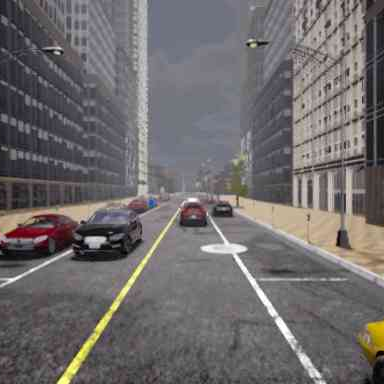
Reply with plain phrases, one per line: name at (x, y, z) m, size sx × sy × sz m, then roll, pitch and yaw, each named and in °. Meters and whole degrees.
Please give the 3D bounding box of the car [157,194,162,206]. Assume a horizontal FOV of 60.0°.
car at (-5.704, 1.387, 47.171) m, size 1.802 × 1.307 × 4.206 m, roll 0°, pitch 0°, yaw 0°

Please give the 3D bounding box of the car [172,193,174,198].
car at (-5.714, 1.241, 75.631) m, size 1.947 × 1.339 × 4.313 m, roll 0°, pitch 0°, yaw 0°

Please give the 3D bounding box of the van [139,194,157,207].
van at (-5.701, 1.171, 41.478) m, size 1.690 × 1.788 × 3.998 m, roll 0°, pitch 0°, yaw 0°

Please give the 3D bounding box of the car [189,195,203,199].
car at (0.085, 1.430, 41.729) m, size 1.895 × 1.301 × 4.718 m, roll 0°, pitch 0°, yaw 0°

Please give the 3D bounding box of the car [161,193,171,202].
car at (-5.709, 1.168, 64.246) m, size 1.967 × 1.590 × 4.097 m, roll 0°, pitch 0°, yaw 0°

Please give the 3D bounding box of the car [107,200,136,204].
car at (-5.696, 1.453, 24.402) m, size 2.008 × 1.369 × 4.403 m, roll 0°, pitch 0°, yaw 0°

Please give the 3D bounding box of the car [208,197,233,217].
car at (2.683, 1.445, 30.084) m, size 1.947 × 1.339 × 4.313 m, roll 0°, pitch 0°, yaw 0°

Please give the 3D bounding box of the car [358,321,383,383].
car at (2.693, 1.518, 1.793) m, size 1.752 × 1.417 × 4.829 m, roll 0°, pitch 0°, yaw 0°

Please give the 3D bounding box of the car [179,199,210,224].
car at (0.093, 1.432, 23.564) m, size 1.812 × 1.442 × 4.674 m, roll 0°, pitch 0°, yaw 0°

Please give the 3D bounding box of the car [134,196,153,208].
car at (-5.700, 1.399, 35.786) m, size 1.887 × 1.381 × 4.507 m, roll 0°, pitch 0°, yaw 0°

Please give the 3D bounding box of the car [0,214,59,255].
car at (-5.692, 1.530, 13.016) m, size 1.802 × 1.307 × 4.206 m, roll 0°, pitch 0°, yaw 0°

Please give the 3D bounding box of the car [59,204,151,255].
car at (-3.103, 1.440, 13.060) m, size 2.128 × 1.511 × 4.902 m, roll 0°, pitch 0°, yaw 0°

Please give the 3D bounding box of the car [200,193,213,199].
car at (2.676, 1.221, 52.850) m, size 1.967 × 1.590 × 4.097 m, roll 0°, pitch 0°, yaw 0°
